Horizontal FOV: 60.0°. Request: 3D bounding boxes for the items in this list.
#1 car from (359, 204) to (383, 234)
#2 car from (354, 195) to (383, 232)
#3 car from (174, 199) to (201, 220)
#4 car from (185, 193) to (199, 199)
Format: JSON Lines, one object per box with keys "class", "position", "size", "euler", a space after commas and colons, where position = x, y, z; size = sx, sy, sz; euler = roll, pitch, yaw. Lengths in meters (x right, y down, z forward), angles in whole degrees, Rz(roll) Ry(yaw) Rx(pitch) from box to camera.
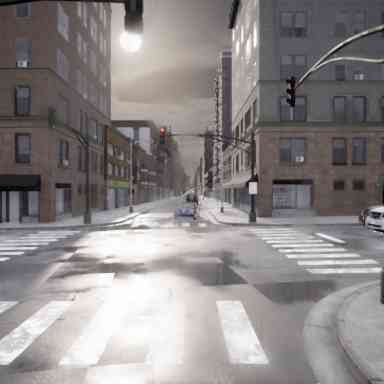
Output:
{"class": "car", "position": [11.359, 1.055, 15.787], "size": [5.566, 2.045, 2.150], "euler": [-1, 0, 0]}
{"class": "car", "position": [12.053, 1.121, 18.445], "size": [5.009, 1.841, 2.192], "euler": [-1, 1, 0]}
{"class": "car", "position": [-0.357, 1.549, 28.357], "size": [2.033, 1.411, 5.357], "euler": [0, 0, 6]}
{"class": "car", "position": [-0.004, 1.261, 59.433], "size": [2.150, 2.045, 5.566], "euler": [0, 0, 0]}
